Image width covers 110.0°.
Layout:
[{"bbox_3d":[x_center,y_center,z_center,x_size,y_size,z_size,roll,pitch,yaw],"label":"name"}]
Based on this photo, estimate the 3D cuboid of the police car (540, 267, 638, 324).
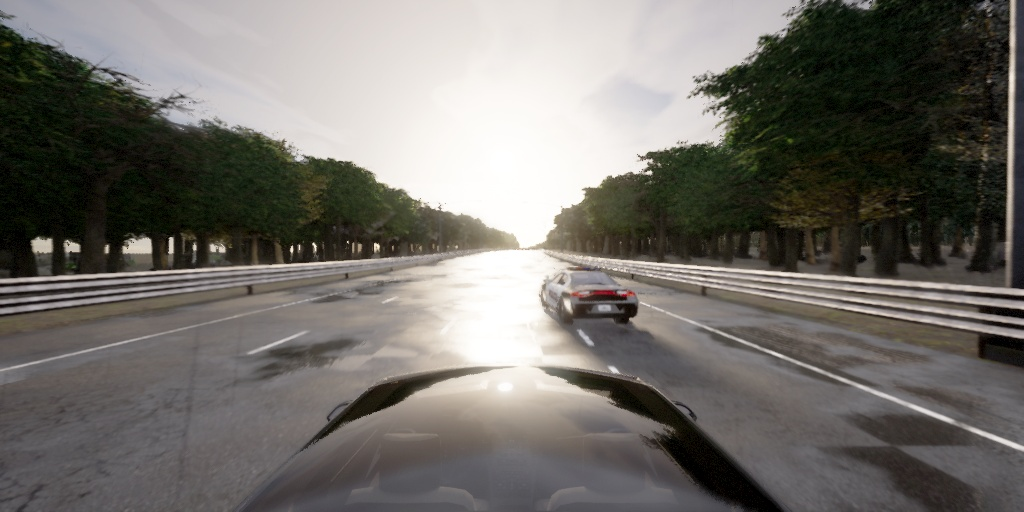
[{"bbox_3d":[2.192,1.152,11.782,2.038,1.542,4.974,0,1,-6],"label":"police car"}]
